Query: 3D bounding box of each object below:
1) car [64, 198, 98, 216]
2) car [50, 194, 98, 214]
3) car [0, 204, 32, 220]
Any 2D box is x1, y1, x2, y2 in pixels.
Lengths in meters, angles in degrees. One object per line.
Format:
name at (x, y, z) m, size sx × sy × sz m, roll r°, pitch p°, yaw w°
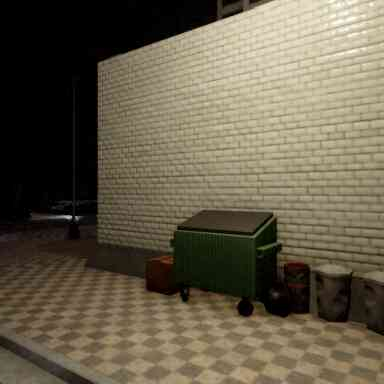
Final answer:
car at (-10.140, 1.619, 33.381) m, size 1.994 × 1.385 × 4.181 m, roll 0°, pitch 0°, yaw 36°
car at (-12.486, 1.277, 36.136) m, size 2.150 × 2.045 × 5.566 m, roll 0°, pitch 0°, yaw 36°
car at (-15.073, 1.619, 26.450) m, size 1.994 × 1.385 × 4.181 m, roll 0°, pitch 0°, yaw 33°
